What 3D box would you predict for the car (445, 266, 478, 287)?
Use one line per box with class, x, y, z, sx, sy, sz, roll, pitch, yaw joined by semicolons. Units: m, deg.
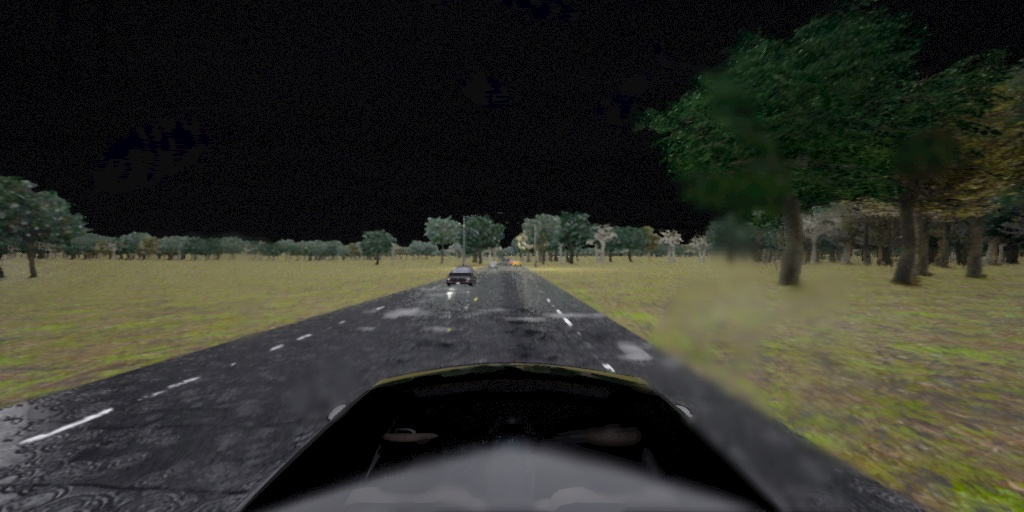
car;-3.603;1.473;26.662;2.033;1.411;5.357;0;0;0
